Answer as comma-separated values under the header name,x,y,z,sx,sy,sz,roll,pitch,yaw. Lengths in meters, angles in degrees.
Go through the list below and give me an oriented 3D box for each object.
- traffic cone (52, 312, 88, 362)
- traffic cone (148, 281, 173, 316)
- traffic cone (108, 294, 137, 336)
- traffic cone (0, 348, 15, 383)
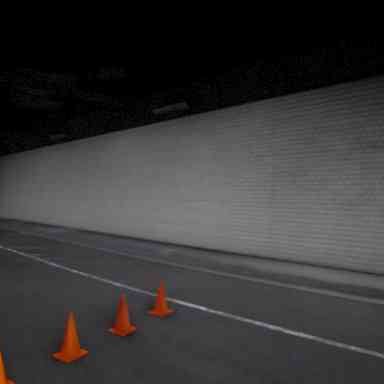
name,x,y,z,sx,sy,sz,roll,pitch,yaw
traffic cone,-1.696,1.973,4.640,0.340,0.580,0.340,0,0,33
traffic cone,-0.595,1.985,6.309,0.340,0.580,0.340,0,0,33
traffic cone,-1.146,1.979,5.474,0.340,0.580,0.340,0,0,33
traffic cone,-2.247,1.967,3.805,0.340,0.580,0.340,0,0,33
